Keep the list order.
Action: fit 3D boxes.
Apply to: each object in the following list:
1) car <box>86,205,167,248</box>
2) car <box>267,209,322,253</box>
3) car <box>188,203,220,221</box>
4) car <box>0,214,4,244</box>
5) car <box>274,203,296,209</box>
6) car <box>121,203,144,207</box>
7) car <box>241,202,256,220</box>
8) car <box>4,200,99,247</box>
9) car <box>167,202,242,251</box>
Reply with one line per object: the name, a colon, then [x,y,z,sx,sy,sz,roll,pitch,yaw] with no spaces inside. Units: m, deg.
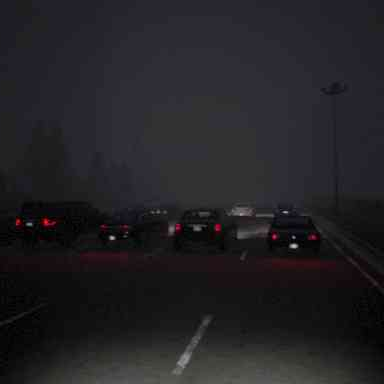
car: [-2.590,1.635,15.770,2.128,1.511,4.902,-1,0,15]
car: [4.131,1.607,13.813,1.895,1.301,4.718,-1,0,15]
car: [1.170,1.759,30.098,1.895,1.301,4.718,-1,0,15]
car: [-9.361,1.842,17.543,1.994,1.385,4.181,-1,0,15]
car: [7.987,1.587,28.499,1.994,1.385,4.181,-1,0,15]
car: [-5.506,1.772,32.224,1.882,1.535,5.008,-1,0,15]
car: [4.626,1.616,29.475,1.812,1.442,4.674,-1,0,15]
car: [-6.052,1.426,16.395,2.150,2.045,5.566,-1,0,15]
car: [0.737,1.424,14.678,2.097,1.767,4.553,-1,-1,15]
